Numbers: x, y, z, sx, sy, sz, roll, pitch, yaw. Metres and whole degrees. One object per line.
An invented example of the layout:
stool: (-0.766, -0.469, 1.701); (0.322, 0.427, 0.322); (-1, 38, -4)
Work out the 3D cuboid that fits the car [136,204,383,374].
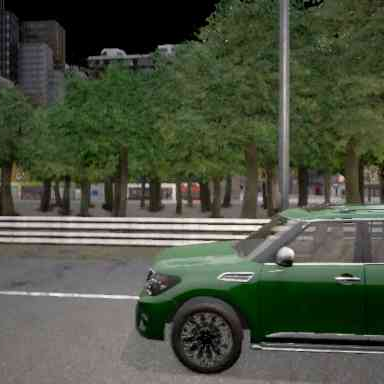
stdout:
car: (2.028, 1.215, 4.897); (5.566, 2.045, 2.150); (0, 0, 6)
